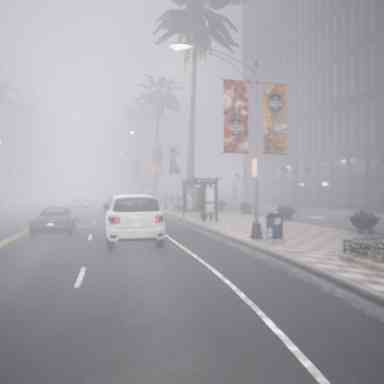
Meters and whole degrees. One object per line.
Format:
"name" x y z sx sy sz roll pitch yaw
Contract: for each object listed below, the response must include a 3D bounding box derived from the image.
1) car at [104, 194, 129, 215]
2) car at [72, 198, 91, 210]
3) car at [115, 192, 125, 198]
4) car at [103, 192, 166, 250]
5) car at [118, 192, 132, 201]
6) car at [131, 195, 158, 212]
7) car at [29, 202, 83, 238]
"car" -7.321 1.087 31.958 2.097 1.767 4.553 0 1 -15
"car" -12.378 1.314 37.208 1.895 1.301 4.718 0 1 -15
"car" -18.357 0.805 84.863 2.161 1.482 4.786 0 1 -15
"car" -2.492 1.100 14.014 2.150 2.045 5.566 0 1 -14
"car" -12.870 0.818 63.628 2.185 1.767 4.553 0 1 -15
"car" -5.130 1.171 35.293 2.231 1.521 4.892 0 1 -15
"car" -6.946 1.439 17.090 1.994 1.385 4.181 0 1 -14
